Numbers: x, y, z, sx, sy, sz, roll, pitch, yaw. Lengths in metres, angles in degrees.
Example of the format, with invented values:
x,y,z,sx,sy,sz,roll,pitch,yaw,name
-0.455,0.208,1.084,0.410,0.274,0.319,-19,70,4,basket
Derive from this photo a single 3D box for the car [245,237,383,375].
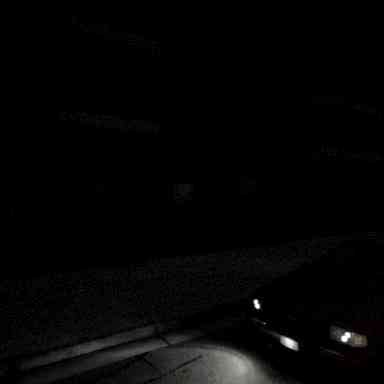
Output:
x,y,z,sx,sy,sz,roll,pitch,yaw,name
3.410,1.548,5.810,5.357,1.411,2.033,0,0,-36,car
